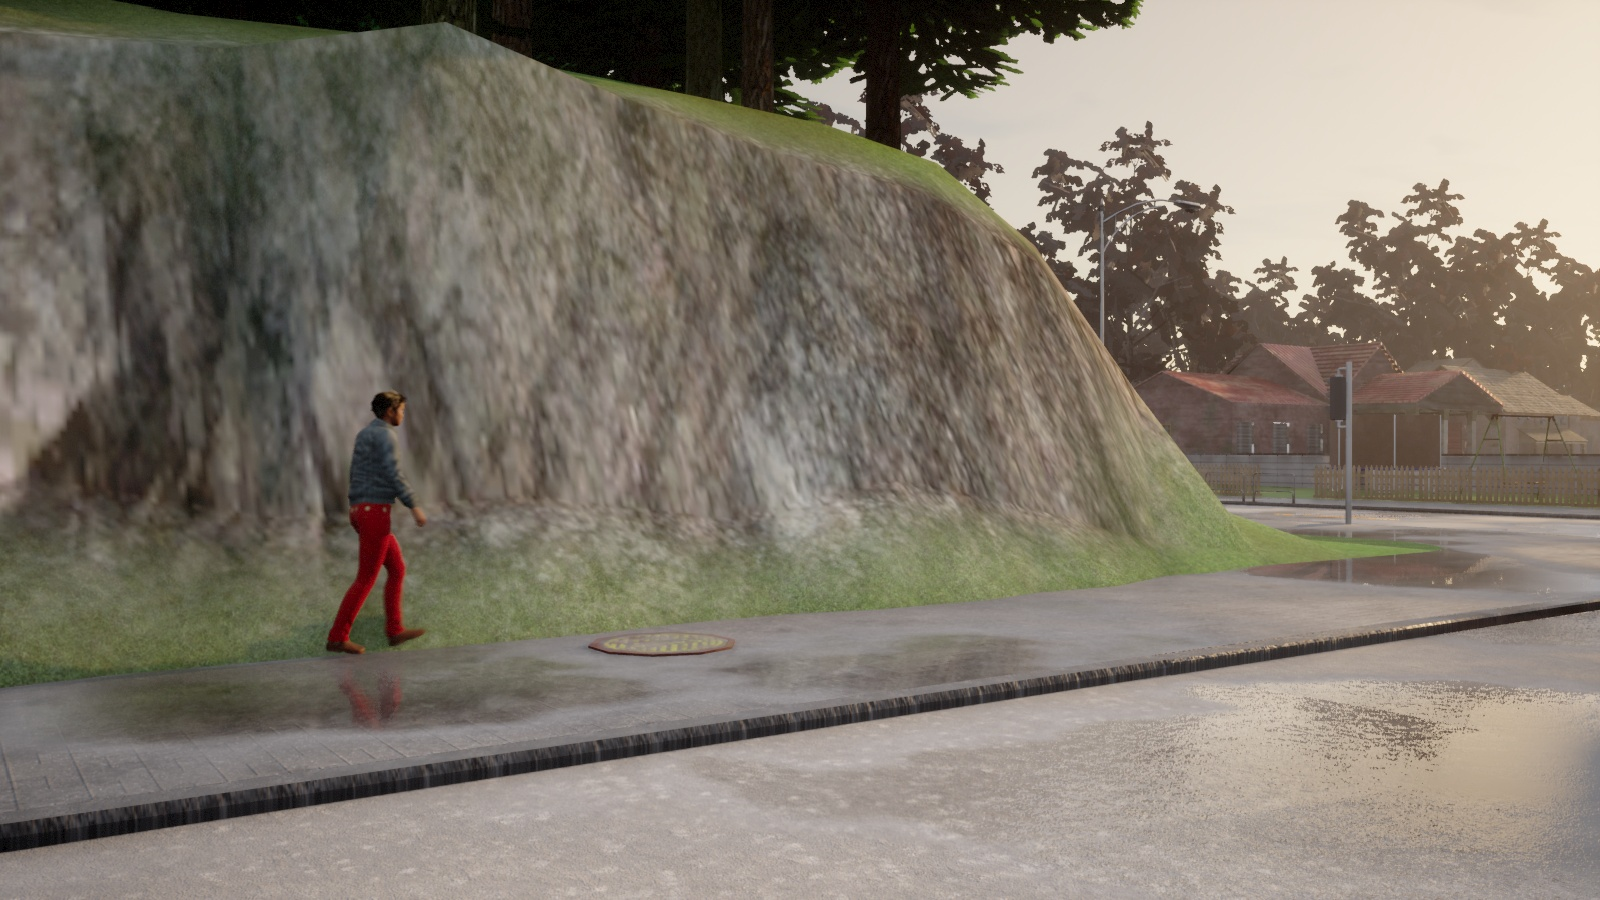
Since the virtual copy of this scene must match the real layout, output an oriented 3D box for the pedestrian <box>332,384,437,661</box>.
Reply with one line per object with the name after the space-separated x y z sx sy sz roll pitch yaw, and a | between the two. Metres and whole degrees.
-2.875 0.482 8.695 0.614 1.847 0.353 0 0 -35 | pedestrian
